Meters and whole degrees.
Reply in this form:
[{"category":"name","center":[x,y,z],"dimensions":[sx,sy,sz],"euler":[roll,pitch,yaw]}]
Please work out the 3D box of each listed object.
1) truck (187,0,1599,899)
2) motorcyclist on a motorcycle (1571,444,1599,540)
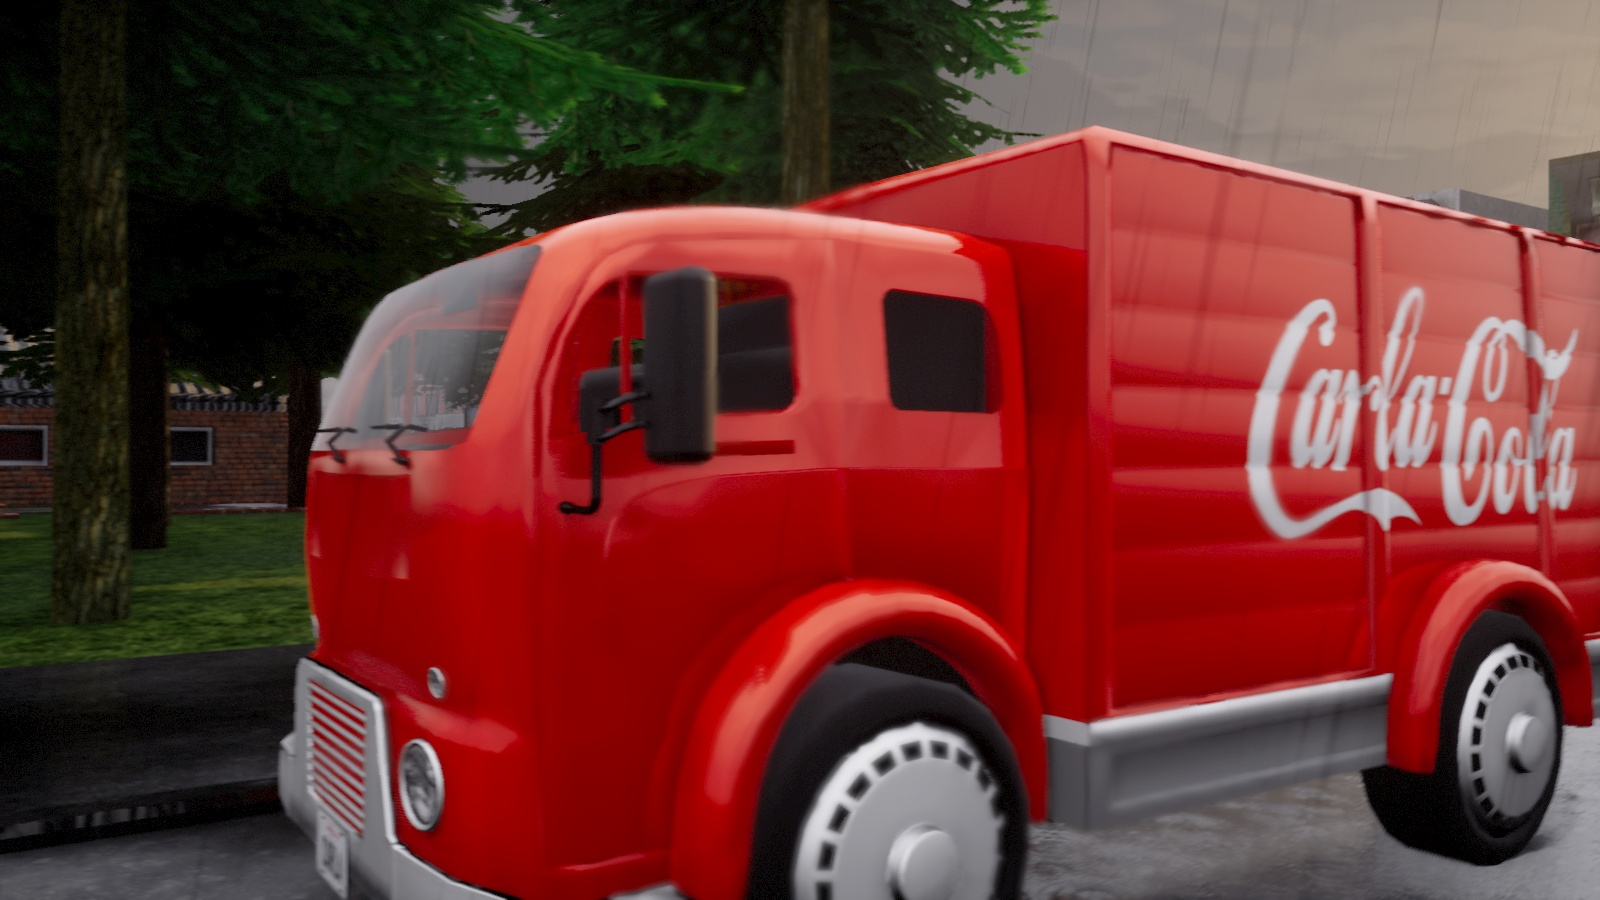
[{"category":"truck","center":[0.748,0.268,4.779],"dimensions":[5.204,2.467,2.627],"euler":[0,0,-35]},{"category":"motorcyclist on a motorcycle","center":[14.385,0.719,21.149],"dimensions":[0.766,1.649,2.350],"euler":[-1,0,-22]}]
